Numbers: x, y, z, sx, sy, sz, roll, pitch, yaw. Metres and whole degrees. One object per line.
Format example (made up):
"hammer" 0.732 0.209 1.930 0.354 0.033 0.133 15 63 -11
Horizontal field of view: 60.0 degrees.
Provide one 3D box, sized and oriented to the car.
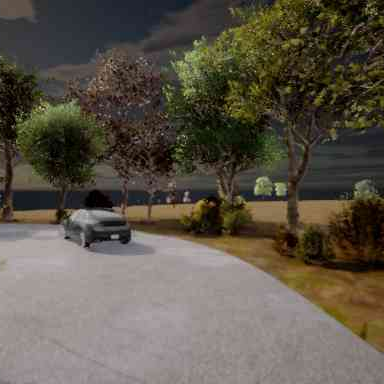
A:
"car" -4.338 1.449 14.597 1.837 1.490 4.892 2 -1 -36
